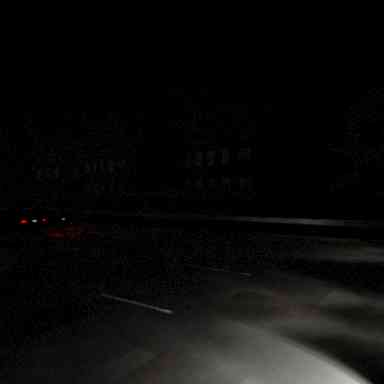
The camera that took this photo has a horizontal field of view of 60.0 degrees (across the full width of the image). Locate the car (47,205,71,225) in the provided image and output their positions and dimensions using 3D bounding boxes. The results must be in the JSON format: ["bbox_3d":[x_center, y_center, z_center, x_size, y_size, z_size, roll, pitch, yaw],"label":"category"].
[{"bbox_3d":[-10.881,1.728,24.645,4.674,1.442,1.812,-1,0,35],"label":"car"}]

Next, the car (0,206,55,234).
[{"bbox_3d":[-11.023,1.728,20.448,5.357,1.411,2.033,-1,0,35],"label":"car"}]
